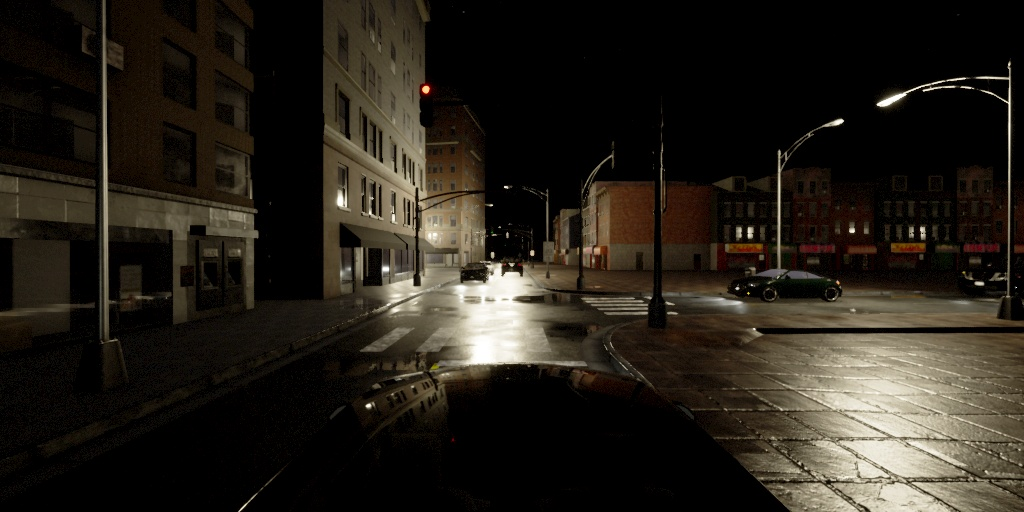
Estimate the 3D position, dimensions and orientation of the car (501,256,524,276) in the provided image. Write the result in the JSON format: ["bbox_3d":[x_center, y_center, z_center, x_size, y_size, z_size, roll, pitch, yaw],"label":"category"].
[{"bbox_3d":[0.029,0.979,36.967,2.150,2.045,5.566,0,0,1],"label":"car"}]

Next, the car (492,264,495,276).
[{"bbox_3d":[-2.859,1.281,38.061,1.812,1.442,4.674,0,0,0],"label":"car"}]

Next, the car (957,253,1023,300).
[{"bbox_3d":[23.691,0.875,16.063,5.566,2.045,2.150,0,0,0],"label":"car"}]

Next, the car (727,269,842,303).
[{"bbox_3d":[12.039,1.261,15.999,4.181,1.385,1.994,0,0,0],"label":"car"}]

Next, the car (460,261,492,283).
[{"bbox_3d":[-2.843,1.230,27.912,1.882,1.535,5.008,0,0,0],"label":"car"}]
